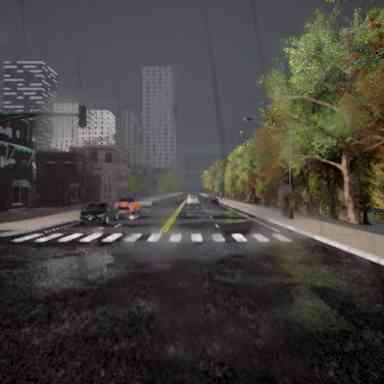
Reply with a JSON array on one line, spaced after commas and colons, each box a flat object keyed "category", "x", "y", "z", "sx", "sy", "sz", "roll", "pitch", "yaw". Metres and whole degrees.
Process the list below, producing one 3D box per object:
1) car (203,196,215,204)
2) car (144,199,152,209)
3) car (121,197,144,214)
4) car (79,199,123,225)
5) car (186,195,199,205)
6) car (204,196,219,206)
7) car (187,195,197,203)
[{"category": "car", "x": 3.286, "y": 1.443, "z": 64.693, "sx": 2.033, "sy": 1.411, "sz": 5.357, "roll": 0, "pitch": 0, "yaw": 0}, {"category": "car", "x": -6.570, "y": 1.530, "z": 45.003, "sx": 1.895, "sy": 1.301, "sz": 4.718, "roll": 0, "pitch": 0, "yaw": 0}, {"category": "car", "x": -6.583, "y": 1.299, "z": 34.125, "sx": 2.097, "sy": 1.767, "sz": 4.553, "roll": 0, "pitch": 0, "yaw": 0}, {"category": "car", "x": -6.590, "y": 1.468, "z": 23.880, "sx": 1.837, "sy": 1.490, "sz": 4.892, "roll": 0, "pitch": 0, "yaw": 0}, {"category": "car", "x": 0.115, "y": 1.439, "z": 54.919, "sx": 1.812, "sy": 1.442, "sz": 4.674, "roll": 0, "pitch": 0, "yaw": 0}, {"category": "car", "x": 3.373, "y": 1.462, "z": 54.040, "sx": 2.033, "sy": 1.411, "sz": 5.357, "roll": 0, "pitch": 0, "yaw": 0}, {"category": "car", "x": 0.043, "y": 1.373, "z": 65.112, "sx": 1.882, "sy": 1.535, "sz": 5.008, "roll": 0, "pitch": 0, "yaw": 0}]
